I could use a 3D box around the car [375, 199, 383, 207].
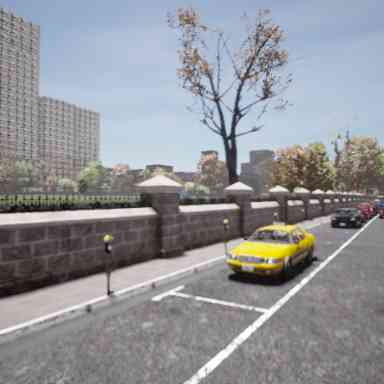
[{"bbox_3d":[44.326,2.508,77.804,2.192,1.841,5.009,0,-1,32],"label":"car"}]

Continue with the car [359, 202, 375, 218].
[{"bbox_3d":[17.632,2.041,34.736,1.887,1.381,4.507,0,-1,32],"label":"car"}]

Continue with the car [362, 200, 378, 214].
[{"bbox_3d":[20.598,2.012,39.520,1.967,1.590,4.097,0,-1,32],"label":"car"}]

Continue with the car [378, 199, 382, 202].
[{"bbox_3d":[23.563,1.964,44.308,2.192,1.841,5.009,0,-1,32],"label":"car"}]

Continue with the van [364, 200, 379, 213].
[{"bbox_3d":[26.530,2.067,49.093,1.690,1.788,3.998,0,-1,32],"label":"van"}]

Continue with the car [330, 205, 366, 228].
[{"bbox_3d":[11.701,1.923,25.166,1.947,1.339,4.313,0,-1,32],"label":"car"}]

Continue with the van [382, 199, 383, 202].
[{"bbox_3d":[32.462,2.221,58.664,1.690,1.788,3.998,0,-1,32],"label":"van"}]

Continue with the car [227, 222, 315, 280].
[{"bbox_3d":[2.713,1.673,10.665,1.752,1.417,4.829,0,-1,32],"label":"car"}]

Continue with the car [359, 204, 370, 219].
[{"bbox_3d":[14.667,2.007,29.952,1.802,1.307,4.206,0,-1,32],"label":"car"}]

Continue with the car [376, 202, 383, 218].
[{"bbox_3d":[20.878,2.072,34.978,1.994,1.385,4.181,0,-1,32],"label":"car"}]
